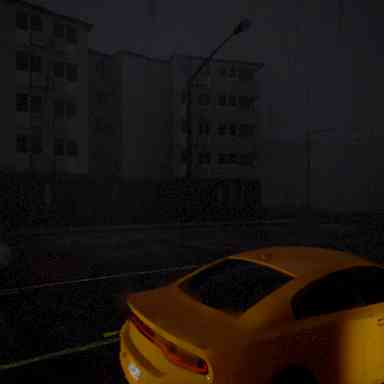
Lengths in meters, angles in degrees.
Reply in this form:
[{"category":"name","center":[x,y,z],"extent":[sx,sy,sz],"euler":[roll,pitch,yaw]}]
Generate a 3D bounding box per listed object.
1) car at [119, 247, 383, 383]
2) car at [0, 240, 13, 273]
[{"category":"car","center":[1.608,1.477,4.325],"extent":[5.008,1.535,1.882],"euler":[0,0,-30]},{"category":"car","center":[-6.871,1.601,7.654],"extent":[4.718,1.301,1.895],"euler":[0,0,-34]}]
